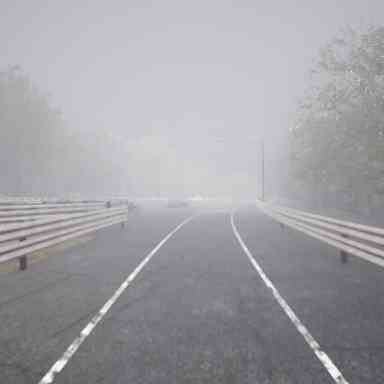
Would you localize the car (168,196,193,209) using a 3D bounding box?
[{"bbox_3d":[-1.905,1.632,47.183,1.994,1.385,4.181,1,0,18],"label":"car"}]

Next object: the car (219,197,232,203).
[{"bbox_3d":[8.824,2.095,90.767,1.882,1.535,5.008,0,-1,18],"label":"car"}]

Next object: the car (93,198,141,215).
[{"bbox_3d":[-6.884,1.406,32.302,2.033,1.411,5.357,1,-1,19],"label":"car"}]

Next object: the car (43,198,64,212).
[{"bbox_3d":[-13.494,1.335,34.643,1.812,1.442,4.674,0,-1,19],"label":"car"}]

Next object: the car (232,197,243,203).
[{"bbox_3d":[12.769,2.194,91.546,2.033,1.411,5.357,0,-1,18],"label":"car"}]

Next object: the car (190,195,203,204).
[{"bbox_3d":[0.917,1.637,78.029,2.150,2.045,5.566,0,-1,18],"label":"car"}]

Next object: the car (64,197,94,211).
[{"bbox_3d":[-10.189,1.296,33.490,1.882,1.535,5.008,0,-1,19],"label":"car"}]
